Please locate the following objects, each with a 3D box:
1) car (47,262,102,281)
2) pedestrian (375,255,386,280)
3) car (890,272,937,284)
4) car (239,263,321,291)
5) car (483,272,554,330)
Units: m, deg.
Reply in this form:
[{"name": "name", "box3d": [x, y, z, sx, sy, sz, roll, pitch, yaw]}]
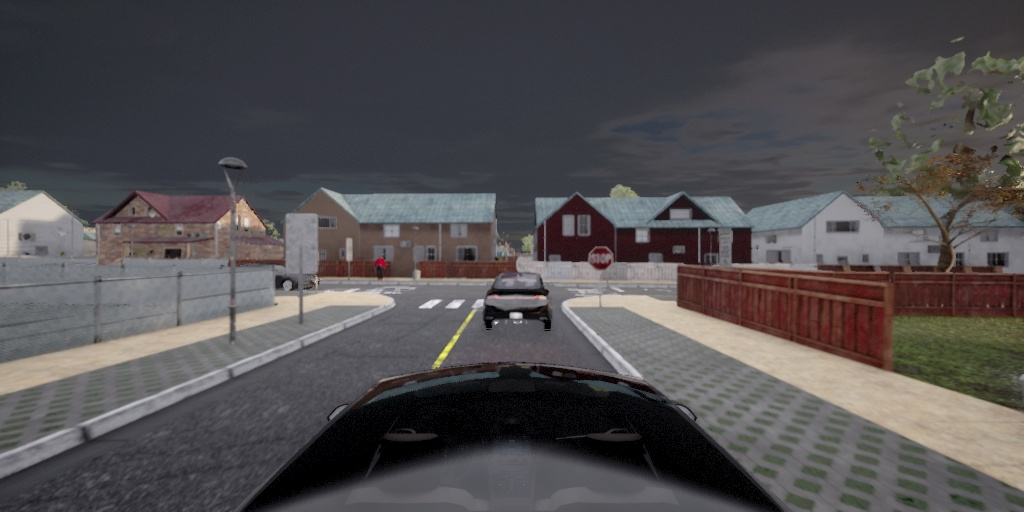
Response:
[{"name": "car", "box3d": [-24.228, 1.068, 19.990, 5.357, 1.411, 2.033, 1, 0, 1]}, {"name": "pedestrian", "box3d": [-9.373, 0.804, 25.531, 0.375, 1.860, 0.375, 0, 0, 1]}, {"name": "car", "box3d": [22.381, 1.548, 18.962, 4.181, 1.385, 1.994, 1, 0, 1]}, {"name": "car", "box3d": [-13.116, 1.139, 19.699, 4.892, 1.490, 1.837, 1, 0, 3]}, {"name": "car", "box3d": [0.269, 1.241, 11.166, 2.128, 1.511, 4.902, 0, 0, 4]}]
